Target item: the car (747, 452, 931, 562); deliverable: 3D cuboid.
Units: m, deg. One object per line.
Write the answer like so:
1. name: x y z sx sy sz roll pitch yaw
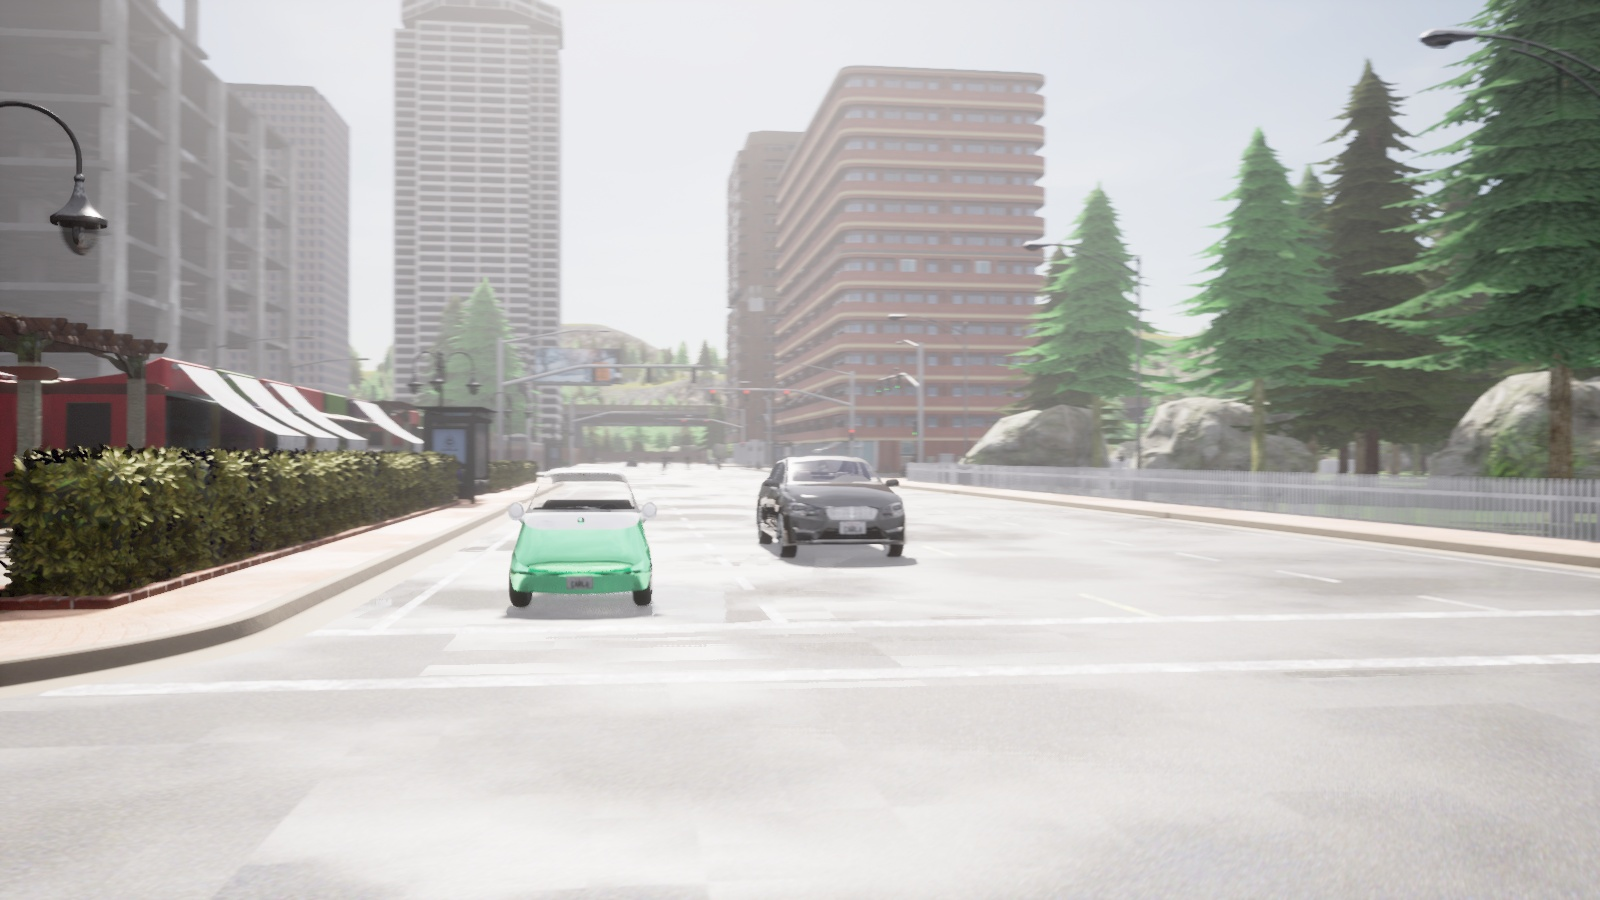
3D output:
1. car: 0.450 0.797 19.857 2.128 1.511 4.902 0 0 -8

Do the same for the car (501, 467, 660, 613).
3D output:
1. car: -2.217 0.873 13.134 1.481 1.376 2.207 0 -1 -6
